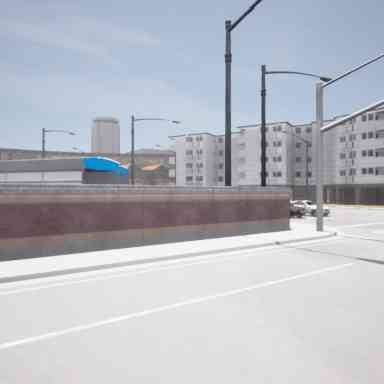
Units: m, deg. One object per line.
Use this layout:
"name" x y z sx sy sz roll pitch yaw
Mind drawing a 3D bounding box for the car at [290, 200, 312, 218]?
"car" 7.848 1.505 29.722 1.837 1.490 4.892 0 0 -35

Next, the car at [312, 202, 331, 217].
"car" 10.791 1.526 31.646 1.812 1.442 4.674 0 0 -36
